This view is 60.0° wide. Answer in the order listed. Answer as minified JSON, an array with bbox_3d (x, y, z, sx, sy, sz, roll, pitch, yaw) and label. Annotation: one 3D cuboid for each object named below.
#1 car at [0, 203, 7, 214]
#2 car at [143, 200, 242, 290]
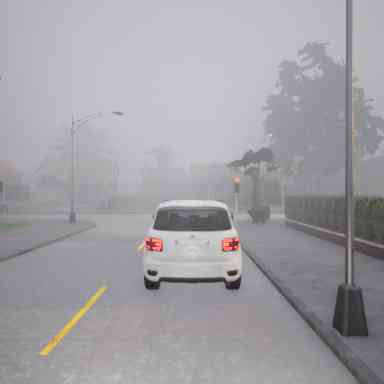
[{"bbox_3d":[-20.767,1.517,32.808,4.674,1.442,1.812,0,0,0],"label":"car"},{"bbox_3d":[0.026,1.219,9.227,2.150,2.045,5.566,0,0,0],"label":"car"}]
